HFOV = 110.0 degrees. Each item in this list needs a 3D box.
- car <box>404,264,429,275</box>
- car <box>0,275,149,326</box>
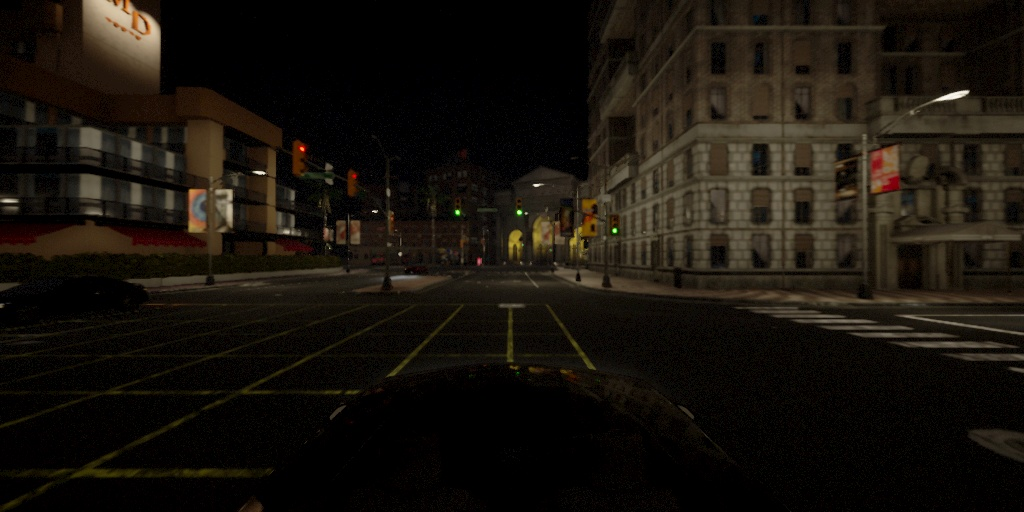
[{"bbox_3d":[-11.514,1.594,43.409,1.895,1.301,4.718,0,0,0],"label":"car"},{"bbox_3d":[-14.995,1.383,11.990,1.812,1.442,4.674,0,0,0],"label":"car"}]
